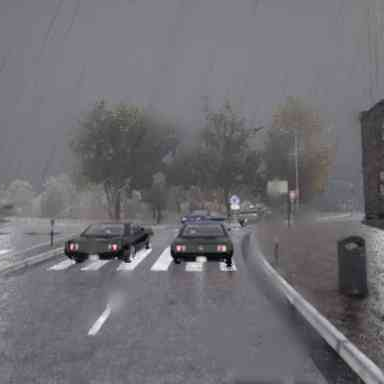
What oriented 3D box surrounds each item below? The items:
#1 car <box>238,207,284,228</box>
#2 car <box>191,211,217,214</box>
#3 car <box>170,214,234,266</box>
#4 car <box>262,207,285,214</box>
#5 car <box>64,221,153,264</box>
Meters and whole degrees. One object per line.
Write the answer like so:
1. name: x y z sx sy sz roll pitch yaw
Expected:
1. car: 5.391 1.952 25.733 2.128 1.511 4.902 -8 -7 38
2. car: 1.154 2.089 25.490 1.895 1.301 4.718 -3 -5 30
3. car: 0.467 1.685 11.911 1.895 1.301 4.718 0 0 5
4. car: 19.027 4.414 77.439 4.892 1.490 1.837 -4 -6 41
5. car: -2.746 1.710 12.229 1.895 1.301 4.718 0 -1 5
